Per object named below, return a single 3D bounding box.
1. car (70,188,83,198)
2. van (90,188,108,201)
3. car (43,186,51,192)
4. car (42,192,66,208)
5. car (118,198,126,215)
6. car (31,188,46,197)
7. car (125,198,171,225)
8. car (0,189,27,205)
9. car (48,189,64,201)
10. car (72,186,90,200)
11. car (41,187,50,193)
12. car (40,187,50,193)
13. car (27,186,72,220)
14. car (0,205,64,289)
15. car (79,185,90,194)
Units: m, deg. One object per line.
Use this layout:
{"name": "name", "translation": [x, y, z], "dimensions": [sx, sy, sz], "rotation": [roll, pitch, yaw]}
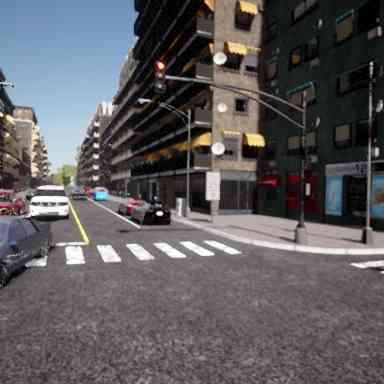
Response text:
{"name": "car", "translation": [-19.606, 0.138, 56.303], "dimensions": [1.812, 1.442, 4.674], "rotation": [1, 1, -22]}
{"name": "van", "translation": [-12.830, 0.286, 46.544], "dimensions": [1.690, 1.788, 3.998], "rotation": [2, 1, -22]}
{"name": "car", "translation": [-37.047, -0.719, 84.920], "dimensions": [1.802, 1.307, 4.206], "rotation": [2, 1, -22]}
{"name": "car", "translation": [-13.502, 0.720, 32.652], "dimensions": [1.994, 1.385, 4.181], "rotation": [1, 1, -21]}
{"name": "car", "translation": [-4.636, 1.076, 25.833], "dimensions": [1.802, 1.307, 4.206], "rotation": [2, 1, -22]}
{"name": "car", "translation": [-24.743, 0.086, 53.850], "dimensions": [1.947, 1.339, 4.313], "rotation": [2, 1, -22]}
{"name": "car", "translation": [-2.585, 1.198, 20.655], "dimensions": [1.947, 1.339, 4.313], "rotation": [2, 1, -22]}
{"name": "car", "translation": [-10.378, 0.797, 17.601], "dimensions": [2.192, 1.841, 5.009], "rotation": [2, 1, -22]}
{"name": "car", "translation": [-17.982, 0.360, 44.038], "dimensions": [1.837, 1.490, 4.892], "rotation": [1, 1, -21]}
{"name": "car", "translation": [-15.783, 0.359, 46.653], "dimensions": [2.128, 1.511, 4.902], "rotation": [1, 1, -22]}
{"name": "car", "translation": [-34.996, -0.583, 79.741], "dimensions": [1.802, 1.307, 4.206], "rotation": [2, 1, -22]}
{"name": "car", "translation": [-32.945, -0.483, 74.563], "dimensions": [1.887, 1.381, 4.507], "rotation": [2, 1, -22]}
{"name": "car", "translation": [-9.419, 0.652, 22.204], "dimensions": [2.150, 2.045, 5.566], "rotation": [1, 1, -21]}
{"name": "car", "translation": [-5.243, 1.372, 8.756], "dimensions": [2.033, 1.411, 5.357], "rotation": [1, 2, -6]}
{"name": "car", "translation": [-25.132, -0.562, 77.611], "dimensions": [2.192, 1.841, 5.009], "rotation": [2, 1, -22]}
